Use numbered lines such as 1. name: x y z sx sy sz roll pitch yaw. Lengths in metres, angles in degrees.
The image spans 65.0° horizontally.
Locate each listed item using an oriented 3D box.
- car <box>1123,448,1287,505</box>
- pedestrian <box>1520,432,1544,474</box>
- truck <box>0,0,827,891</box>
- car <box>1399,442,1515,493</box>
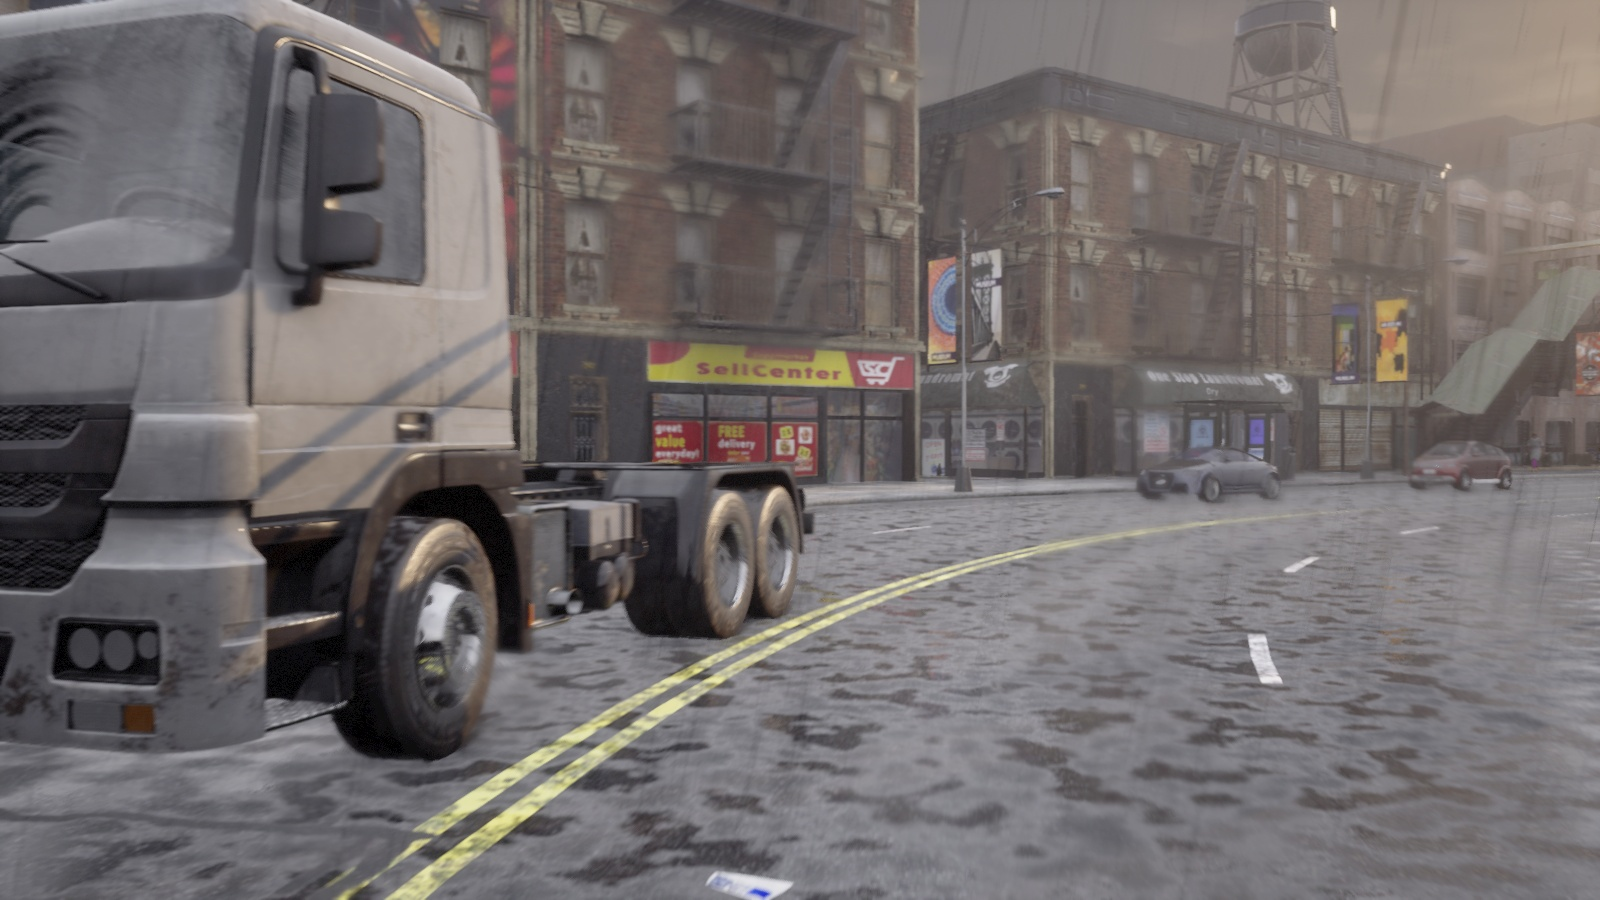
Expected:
1. car: 10.634 0.644 32.897 4.181 1.385 1.994 0 0 -36
2. pedestrian: 34.126 0.136 58.532 0.873 1.952 0.659 0 0 -35
3. truck: -2.304 -0.287 8.387 2.891 3.462 7.936 0 0 17
4. car: 21.116 0.536 40.307 3.705 1.549 1.789 0 0 -35
